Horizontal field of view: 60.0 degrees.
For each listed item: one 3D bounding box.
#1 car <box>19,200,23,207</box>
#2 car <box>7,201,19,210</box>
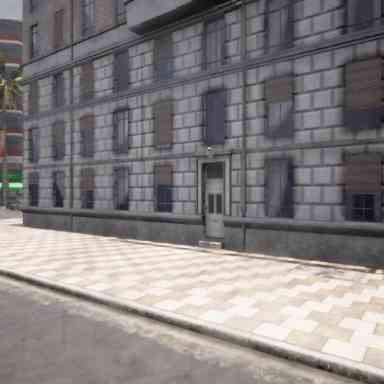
[{"bbox_3d":[-17.758,1.526,40.143,1.812,1.442,4.674,0,0,36],"label":"car"},{"bbox_3d":[-20.853,1.564,41.828,1.994,1.385,4.181,0,0,36],"label":"car"}]
